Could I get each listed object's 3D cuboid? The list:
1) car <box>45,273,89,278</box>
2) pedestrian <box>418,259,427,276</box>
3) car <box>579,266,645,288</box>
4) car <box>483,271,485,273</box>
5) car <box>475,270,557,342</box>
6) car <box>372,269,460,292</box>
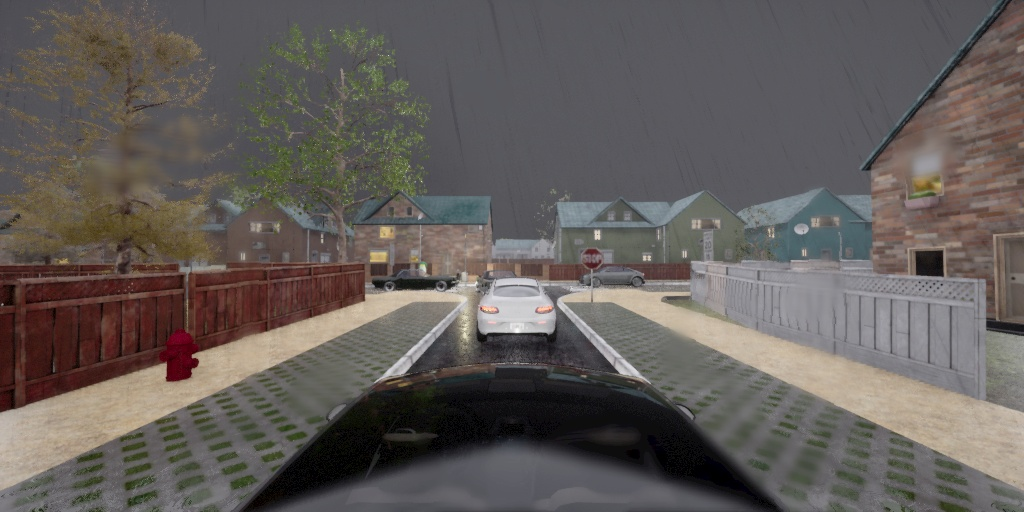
[{"bbox_3d":[-25.600,1.633,21.168,4.718,1.301,1.895,-1,-1,1],"label":"car"},{"bbox_3d":[-6.691,1.119,26.777,0.375,1.860,0.375,0,-1,1],"label":"pedestrian"},{"bbox_3d":[6.547,1.344,23.677,4.181,1.385,1.994,0,-1,1],"label":"car"},{"bbox_3d":[-0.750,1.366,18.504,1.895,1.301,4.718,0,-1,-12],"label":"car"},{"bbox_3d":[0.106,1.280,9.685,1.812,1.442,4.674,0,0,0],"label":"car"},{"bbox_3d":[-5.475,1.417,20.891,4.718,1.301,1.895,-1,-1,1],"label":"car"}]
